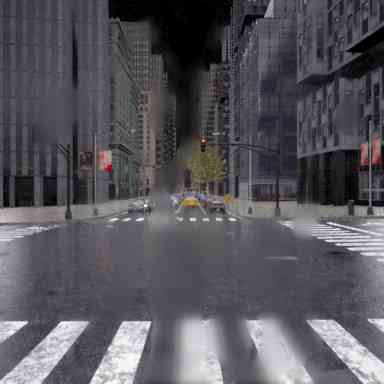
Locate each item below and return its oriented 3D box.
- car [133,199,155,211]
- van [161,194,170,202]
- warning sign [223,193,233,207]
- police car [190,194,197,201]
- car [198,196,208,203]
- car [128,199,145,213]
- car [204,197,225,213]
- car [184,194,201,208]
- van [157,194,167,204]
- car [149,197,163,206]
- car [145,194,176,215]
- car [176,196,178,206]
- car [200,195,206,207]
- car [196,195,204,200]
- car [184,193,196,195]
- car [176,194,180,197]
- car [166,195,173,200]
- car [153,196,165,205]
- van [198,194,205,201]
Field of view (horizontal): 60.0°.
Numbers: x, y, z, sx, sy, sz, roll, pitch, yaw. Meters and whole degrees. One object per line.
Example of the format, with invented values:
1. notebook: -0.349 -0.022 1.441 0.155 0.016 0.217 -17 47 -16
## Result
1. car: -5.895 1.557 41.303 2.008 1.369 4.403 0 0 0
2. van: -6.129 1.368 77.527 1.690 1.788 3.998 0 0 0
3. warning sign: 4.912 1.123 45.453 1.300 1.860 1.060 0 0 0
4. police car: 0.452 1.463 90.537 1.930 1.638 5.238 0 0 0
5. car: 2.425 1.589 73.146 1.947 1.339 4.313 0 0 0
6. car: -5.863 1.556 36.311 2.008 1.369 4.403 0 0 0
7. car: 2.662 1.556 36.362 2.008 1.369 4.403 0 0 0
8. car: -0.085 1.487 48.987 1.882 1.535 5.008 0 0 0
9. van: -6.059 1.360 66.700 1.690 1.788 3.998 0 0 0
10. car: -5.989 1.579 55.874 1.947 1.339 4.313 0 0 0
11. car: -3.183 1.226 34.623 2.150 2.045 5.566 0 0 0
12. car: -3.247 1.608 44.575 1.895 1.301 4.718 0 0 0
13. car: 2.592 1.553 47.251 1.887 1.381 4.507 0 0 0
14. car: 2.288 1.593 94.300 2.008 1.369 4.403 0 0 0
15. car: -0.230 1.517 70.284 2.128 1.511 4.902 0 0 0
16. car: -3.301 1.538 54.617 1.812 1.442 4.674 0 0 0
17. car: -6.233 1.624 93.766 1.802 1.307 4.206 0 0 0
18. car: -6.023 1.541 61.117 1.752 1.417 4.829 0 0 0
19. van: 2.356 1.373 83.723 1.690 1.788 3.998 0 0 0
